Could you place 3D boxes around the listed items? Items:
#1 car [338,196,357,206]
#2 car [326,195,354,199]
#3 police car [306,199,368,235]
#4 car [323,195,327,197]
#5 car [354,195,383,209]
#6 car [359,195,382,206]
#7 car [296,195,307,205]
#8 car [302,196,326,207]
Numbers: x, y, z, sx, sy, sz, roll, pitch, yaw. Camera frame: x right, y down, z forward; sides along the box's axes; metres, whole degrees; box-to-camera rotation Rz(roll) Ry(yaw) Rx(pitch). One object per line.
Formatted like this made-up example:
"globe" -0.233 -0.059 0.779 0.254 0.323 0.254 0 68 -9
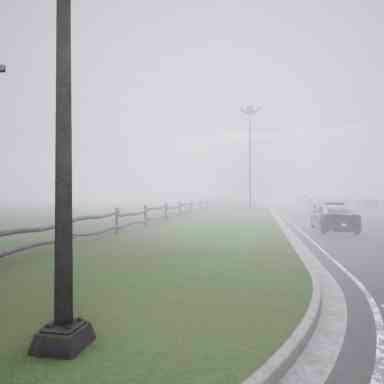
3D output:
"car" 25.964 1.505 55.618 1.837 1.490 4.892 0 0 11
"car" 20.557 1.478 46.298 1.882 1.535 5.008 0 0 11
"police car" 8.029 1.425 18.973 1.930 1.638 5.238 0 0 11
"car" 22.524 1.352 56.267 2.097 1.767 4.553 0 0 11
"car" 23.992 1.478 45.623 1.882 1.535 5.008 0 0 11
"car" 29.392 1.352 54.911 2.097 1.767 4.553 0 0 11
"car" 19.091 1.352 56.945 2.097 1.767 4.553 0 0 11
"car" 17.157 1.601 46.893 1.895 1.301 4.718 0 0 11
